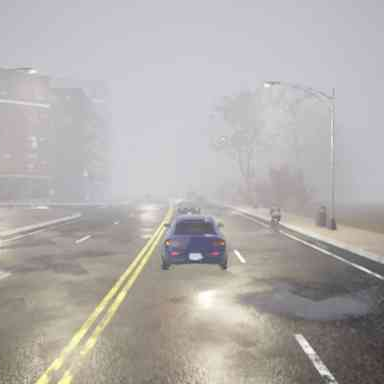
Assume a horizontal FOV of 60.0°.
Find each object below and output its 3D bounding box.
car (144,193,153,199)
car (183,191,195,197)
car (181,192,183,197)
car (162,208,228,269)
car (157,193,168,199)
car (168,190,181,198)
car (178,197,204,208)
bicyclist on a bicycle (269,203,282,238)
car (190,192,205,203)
[{"bbox_3d":[-10.683,0.910,81.182,1.882,1.535,5.008,0,0,-6],"label":"car"},{"bbox_3d":[-0.286,0.707,75.628,2.150,2.045,5.566,0,0,-6],"label":"car"},{"bbox_3d":[-2.225,0.707,92.644,2.097,1.767,4.553,0,0,-7],"label":"car"},{"bbox_3d":[0.070,1.457,10.736,1.812,1.442,4.674,0,0,0],"label":"car"},{"bbox_3d":[-7.460,0.909,81.593,1.882,1.535,5.008,0,0,-6],"label":"car"},{"bbox_3d":[-5.003,0.602,88.620,2.150,2.045,5.566,0,0,-7],"label":"car"},{"bbox_3d":[-0.299,1.412,28.815,1.895,1.301,4.718,0,0,-2],"label":"car"},{"bbox_3d":[4.054,1.354,16.181,0.582,1.620,1.656,0,0,-1],"label":"bicyclist on a bicycle"},{"bbox_3d":[1.254,1.167,59.185,1.994,1.385,4.181,0,0,-4],"label":"car"}]
